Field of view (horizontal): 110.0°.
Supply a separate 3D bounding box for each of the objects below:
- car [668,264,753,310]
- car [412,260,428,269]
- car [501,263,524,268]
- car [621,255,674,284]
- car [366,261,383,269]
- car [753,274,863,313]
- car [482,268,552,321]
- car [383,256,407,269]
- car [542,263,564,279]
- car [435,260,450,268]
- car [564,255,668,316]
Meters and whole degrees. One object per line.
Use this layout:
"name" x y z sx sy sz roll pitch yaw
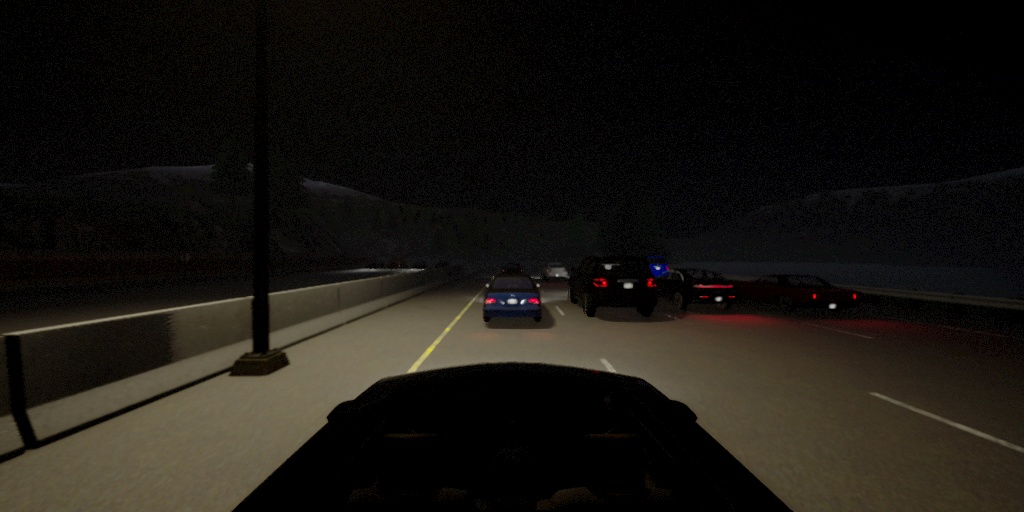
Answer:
"car" 7.045 1.249 14.605 2.128 1.511 4.902 0 0 1
"car" -14.662 1.340 57.511 1.994 1.385 4.181 0 0 -4
"car" 0.053 1.289 30.302 1.812 1.442 4.674 0 0 1
"car" 10.535 0.987 28.487 2.150 2.045 5.566 0 0 0
"car" -21.613 1.377 56.908 1.895 1.301 4.718 0 0 -4
"car" 10.539 1.357 13.987 1.895 1.301 4.718 0 0 1
"car" 0.024 1.303 12.446 2.033 1.411 5.357 0 0 0
"car" -18.081 0.998 56.439 2.150 2.045 5.566 0 0 -4
"car" 3.551 1.290 30.279 1.812 1.442 4.674 0 0 1
"car" -11.128 1.325 57.904 2.033 1.411 5.357 0 0 -4
"car" 3.533 0.979 13.501 2.150 2.045 5.566 0 0 0
